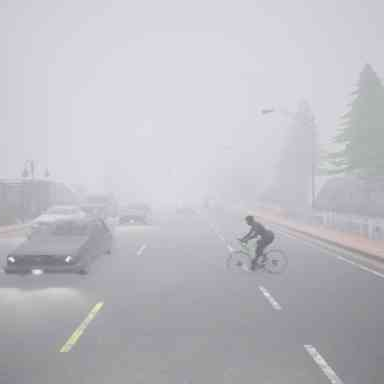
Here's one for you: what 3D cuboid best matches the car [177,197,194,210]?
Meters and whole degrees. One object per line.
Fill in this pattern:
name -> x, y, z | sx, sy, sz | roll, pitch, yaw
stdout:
car -> -0.833, 1.491, 44.769 | 2.128, 1.511, 4.902 | 0, 0, -1

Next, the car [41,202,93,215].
car -> -7.423, 1.525, 19.039 | 1.812, 1.442, 4.674 | 0, 0, -1

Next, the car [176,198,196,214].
car -> -0.599, 1.525, 35.514 | 1.812, 1.442, 4.674 | 0, 0, -1

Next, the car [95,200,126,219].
car -> -7.641, 1.559, 31.489 | 1.812, 1.442, 4.674 | 0, 1, -1

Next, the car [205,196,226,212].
car -> 2.842, 1.525, 39.390 | 1.812, 1.442, 4.674 | 0, 0, -1

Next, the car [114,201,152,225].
car -> -4.035, 1.547, 24.639 | 2.033, 1.411, 5.357 | 0, 0, -1

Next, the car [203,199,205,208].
car -> 2.639, 1.352, 48.370 | 2.097, 1.767, 4.553 | 0, 0, 0

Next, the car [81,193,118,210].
car -> -7.486, 1.160, 26.756 | 2.150, 2.045, 5.566 | 0, 3, -1

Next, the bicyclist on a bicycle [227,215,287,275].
bicyclist on a bicycle -> 1.745, 1.453, 9.003 | 1.656, 1.620, 0.582 | -2, 0, -1

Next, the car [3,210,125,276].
car -> -3.767, 1.547, 10.672 | 2.033, 1.411, 5.357 | 0, 0, -1
